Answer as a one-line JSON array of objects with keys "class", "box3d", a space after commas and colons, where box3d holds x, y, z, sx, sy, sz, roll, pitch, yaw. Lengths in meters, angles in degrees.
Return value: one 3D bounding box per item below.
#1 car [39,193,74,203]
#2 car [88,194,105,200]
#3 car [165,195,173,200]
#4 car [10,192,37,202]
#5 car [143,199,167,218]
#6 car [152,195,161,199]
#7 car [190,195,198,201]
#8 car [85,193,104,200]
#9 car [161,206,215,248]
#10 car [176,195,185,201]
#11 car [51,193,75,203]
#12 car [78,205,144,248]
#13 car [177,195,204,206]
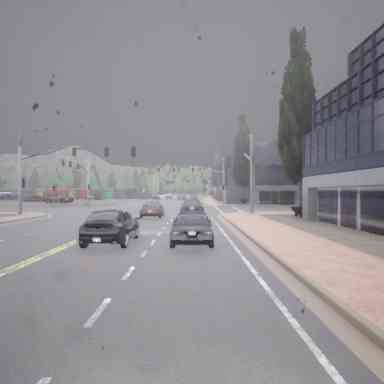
[{"class": "car", "box3d": [-24.966, 1.151, 61.383, 4.605, 1.855, 1.932, 0, 0, 0]}, {"class": "car", "box3d": [-24.919, 1.393, 86.796, 3.806, 1.475, 1.970, 0, 0, 0]}, {"class": "car", "box3d": [-6.385, 1.499, 91.975, 2.033, 1.411, 5.357, 0, 0, 2]}, {"class": "car", "box3d": [-42.453, 1.151, 83.893, 4.605, 1.855, 1.932, 0, 0, 0]}, {"class": "car", "box3d": [-3.518, 1.571, 29.665, 1.994, 1.385, 4.181, 0, 0, 0]}, {"class": "car", "box3d": [-9.884, 1.555, 92.037, 1.895, 1.301, 4.718, 0, 0, 2]}, {"class": "car", "box3d": [0.493, 1.469, 87.256, 2.128, 1.511, 4.902, 0, 0, 2]}, {"class": "car", "box3d": [-24.932, 1.154, 83.901, 3.866, 1.878, 1.905, 0, 0, 0]}, {"class": "car", "box3d": [0.000, 1.561, 14.650, 2.033, 1.411, 5.357, 0, 0, 0]}, {"class": "car", "box3d": [-2.997, 1.504, 87.659, 1.994, 1.385, 4.181, 0, 0, 2]}, {"class": "car", "box3d": [-24.909, 1.154, 64.277, 3.866, 1.878, 1.905, 0, 0, 0]}, {"class": "car", "box3d": [-3.500, 1.514, 14.650, 1.837, 1.490, 4.892, 0, 0, 0]}, {"class": "car", "box3d": [-0.018, 1.364, 29.664, 2.097, 1.767, 4.553, 0, 0, 0]}]
